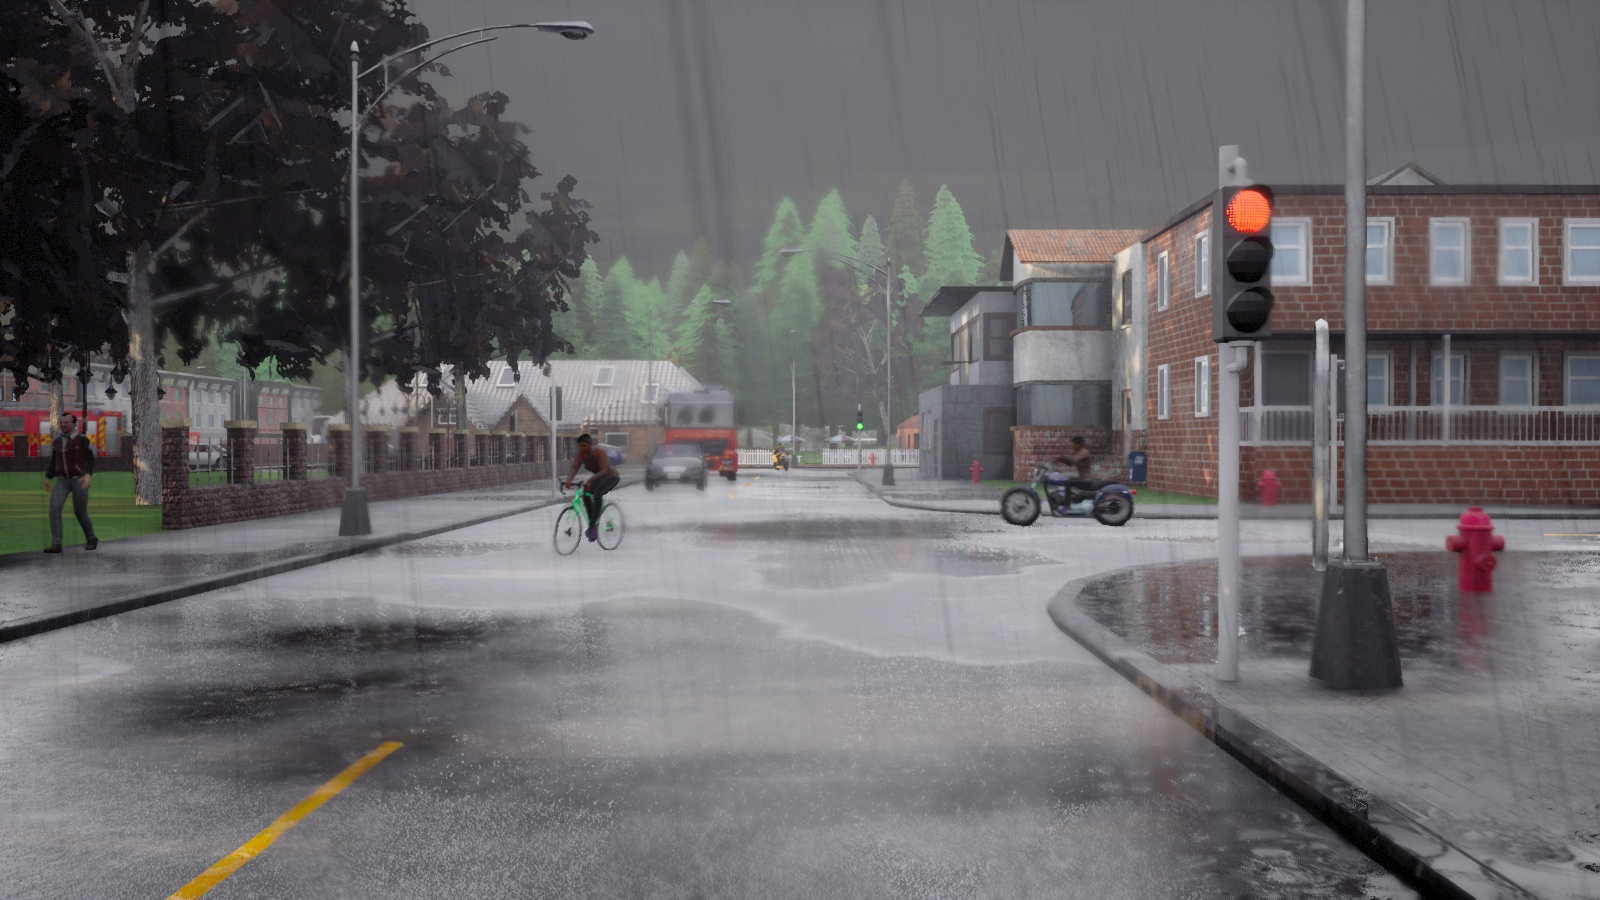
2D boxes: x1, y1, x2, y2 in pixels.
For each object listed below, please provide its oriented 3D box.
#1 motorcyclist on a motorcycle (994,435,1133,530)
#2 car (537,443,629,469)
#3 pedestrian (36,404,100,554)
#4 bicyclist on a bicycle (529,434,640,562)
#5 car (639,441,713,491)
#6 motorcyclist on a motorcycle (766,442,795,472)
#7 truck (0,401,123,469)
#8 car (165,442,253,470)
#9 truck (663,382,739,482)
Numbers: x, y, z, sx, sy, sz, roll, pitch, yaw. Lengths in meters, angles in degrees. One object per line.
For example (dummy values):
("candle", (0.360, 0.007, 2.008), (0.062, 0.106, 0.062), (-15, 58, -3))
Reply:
("motorcyclist on a motorcycle", (4.675, 0.574, 22.385), (2.350, 1.649, 0.766), (0, -1, 6))
("car", (-12.348, 0.332, 71.637), (4.792, 1.488, 2.163), (0, 0, 2))
("pedestrian", (-9.273, 0.359, 15.919), (0.376, 1.854, 0.720), (0, 0, 1))
("bicyclist on a bicycle", (-2.870, 0.602, 16.854), (0.582, 1.620, 1.656), (2, 1, 26))
("car", (-3.947, 0.470, 40.708), (2.128, 1.511, 4.902), (0, 0, -3))
("motorcyclist on a motorcycle", (-1.030, 0.355, 65.970), (0.797, 1.523, 2.044), (-1, 1, -22))
("truck", (-43.681, -0.859, 71.799), (8.468, 3.827, 2.891), (0, 0, 2))
("car", (-31.765, 0.305, 67.616), (3.806, 1.475, 1.970), (0, 0, -1))
("truck", (-4.037, -0.718, 52.503), (2.891, 3.827, 8.468), (0, 0, -3))
